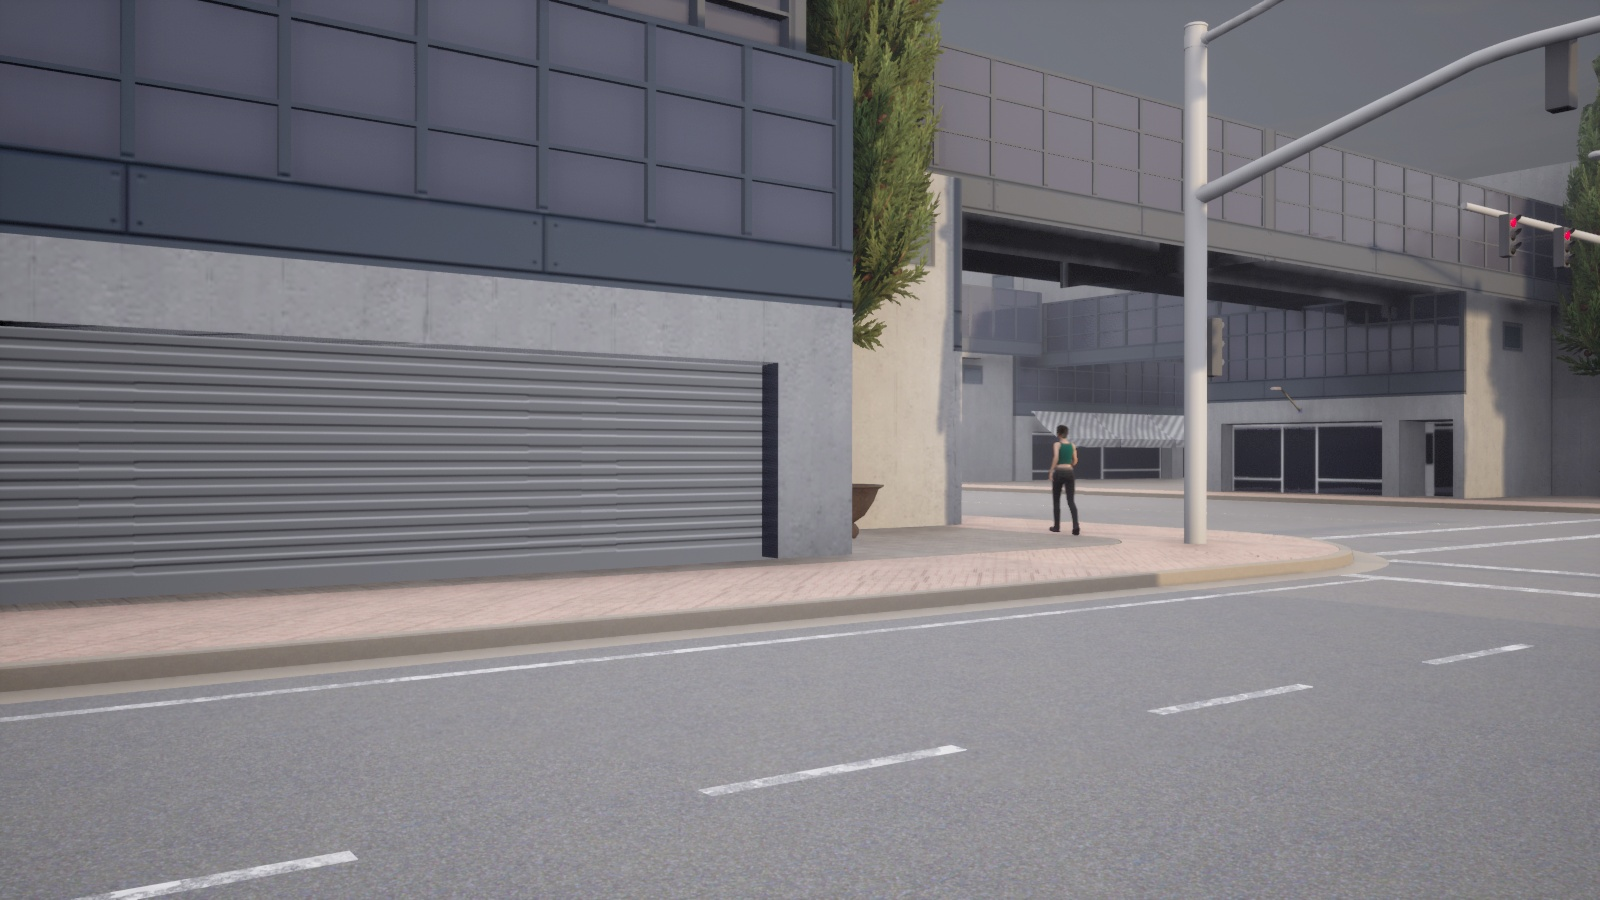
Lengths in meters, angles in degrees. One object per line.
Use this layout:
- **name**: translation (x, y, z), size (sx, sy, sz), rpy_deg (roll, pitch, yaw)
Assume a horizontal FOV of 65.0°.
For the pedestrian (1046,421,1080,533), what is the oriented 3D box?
- **pedestrian**: translation (4.397, 0.445, 21.031), size (0.345, 1.836, 0.594), rpy_deg (0, 0, -11)
